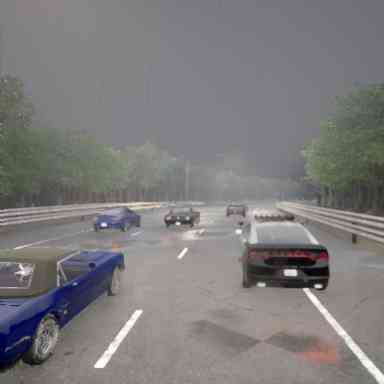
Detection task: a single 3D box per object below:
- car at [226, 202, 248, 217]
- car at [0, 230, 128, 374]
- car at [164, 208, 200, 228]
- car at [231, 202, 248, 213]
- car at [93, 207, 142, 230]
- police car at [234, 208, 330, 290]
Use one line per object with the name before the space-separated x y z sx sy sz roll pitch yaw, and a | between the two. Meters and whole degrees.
car | 4.594 1.762 34.205 2.128 1.511 4.902 0 -1 11
car | -2.687 1.634 5.842 1.895 1.301 4.718 0 0 6
car | -0.560 1.735 23.457 1.895 1.301 4.718 0 -1 8
car | 6.397 2.040 44.415 1.994 1.385 4.181 0 -1 13
car | -4.495 1.644 20.486 1.812 1.442 4.674 0 0 8
police car | 2.296 1.461 9.377 1.930 1.638 5.238 0 0 6
